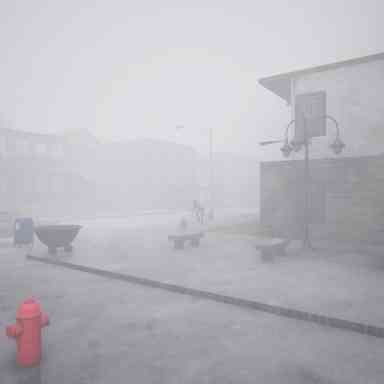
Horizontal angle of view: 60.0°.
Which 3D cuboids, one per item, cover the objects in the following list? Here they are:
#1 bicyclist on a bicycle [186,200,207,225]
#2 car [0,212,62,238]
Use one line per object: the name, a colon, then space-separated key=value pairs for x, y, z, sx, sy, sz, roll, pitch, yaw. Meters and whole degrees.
bicyclist on a bicycle: x=0.285 y=1.340 z=21.633 sx=1.656 sy=1.620 sz=0.582 roll=0 pitch=0 yaw=35
car: x=-8.832 y=1.601 z=16.067 sx=1.895 sy=1.301 sz=4.718 roll=0 pitch=0 yaw=35
